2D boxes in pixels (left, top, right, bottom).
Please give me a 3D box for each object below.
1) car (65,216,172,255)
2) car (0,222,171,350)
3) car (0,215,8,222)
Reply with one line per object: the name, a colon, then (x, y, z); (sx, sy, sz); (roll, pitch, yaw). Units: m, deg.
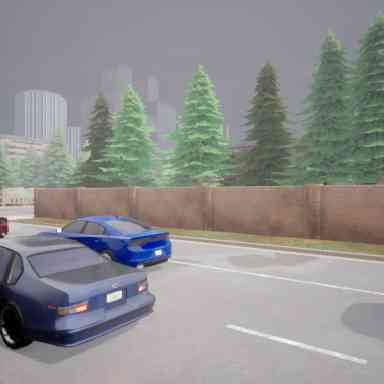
car: (-2.915, 1.478, 10.367); (5.008, 1.535, 1.882); (0, 0, 35)
car: (-3.160, 1.547, 6.237); (5.357, 1.411, 2.033); (0, 0, 35)
car: (-10.746, 1.478, 15.945); (5.008, 1.535, 1.882); (0, 0, 35)
